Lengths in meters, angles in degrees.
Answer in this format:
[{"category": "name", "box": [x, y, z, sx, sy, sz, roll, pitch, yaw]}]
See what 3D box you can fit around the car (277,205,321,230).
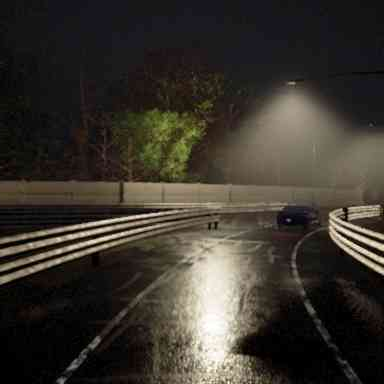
[{"category": "car", "box": [7.275, 1.595, 22.390, 1.882, 1.535, 5.008, 0, 0, 34]}]
